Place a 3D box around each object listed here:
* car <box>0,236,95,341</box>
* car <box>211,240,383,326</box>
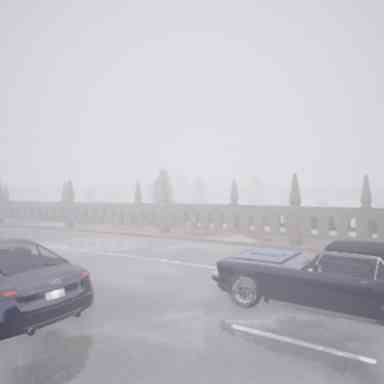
[{"bbox_3d":[-3.820,1.549,6.188,4.181,1.385,1.994,0,0,32],"label":"car"},{"bbox_3d":[2.745,1.571,6.173,4.718,1.301,1.895,0,0,35],"label":"car"}]
